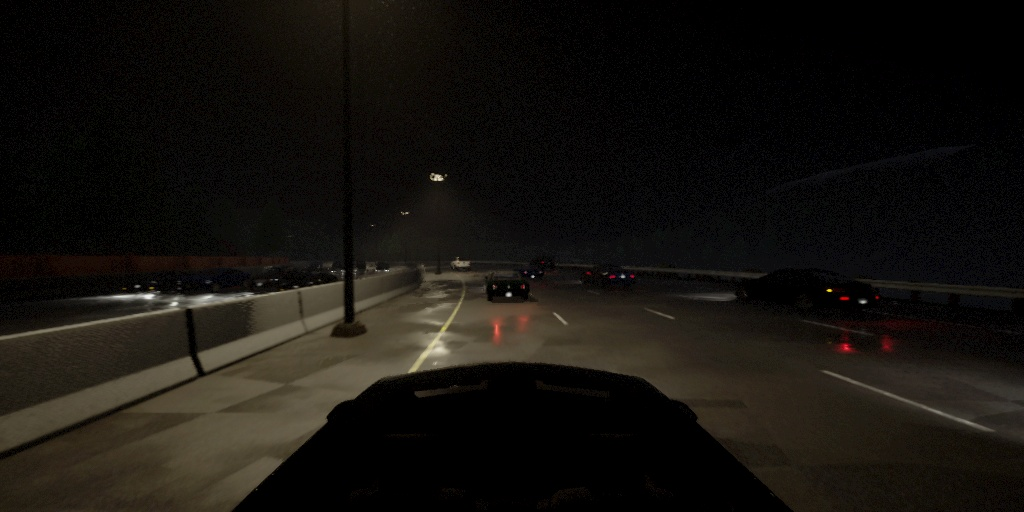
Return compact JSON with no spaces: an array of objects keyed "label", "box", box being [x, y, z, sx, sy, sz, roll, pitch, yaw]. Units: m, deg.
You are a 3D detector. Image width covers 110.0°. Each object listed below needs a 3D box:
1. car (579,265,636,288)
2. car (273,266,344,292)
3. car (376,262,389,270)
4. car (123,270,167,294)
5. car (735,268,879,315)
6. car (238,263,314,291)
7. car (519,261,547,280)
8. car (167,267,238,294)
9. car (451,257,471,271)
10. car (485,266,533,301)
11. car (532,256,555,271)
[{"label":"car","box":[6.109,1.264,23.503,2.033,1.411,5.357,-1,0,-9]},{"label":"car","box":[-11.811,1.495,21.185,1.994,1.385,4.181,-1,0,-7]},{"label":"car","box":[-22.008,1.670,60.891,2.033,1.411,5.357,-1,0,-22]},{"label":"car","box":[-22.699,1.633,23.437,1.994,1.385,4.181,-1,0,-8]},{"label":"car","box":[10.283,1.171,12.976,1.812,1.442,4.674,0,0,-4]},{"label":"car","box":[-15.754,1.477,24.319,2.128,1.511,4.902,-1,0,-8]},{"label":"car","box":[1.298,1.391,31.545,1.895,1.301,4.718,-1,0,-11]},{"label":"car","box":[-19.133,1.503,23.275,1.882,1.535,5.008,-1,0,-8]},{"label":"car","box":[-7.686,1.164,53.475,2.150,2.045,5.566,0,0,-19]},{"label":"car","box":[-0.374,1.386,17.794,1.895,1.301,4.718,-1,0,-6]},{"label":"car","box":[4.180,1.012,50.459,2.150,2.045,5.566,0,0,-17]}]
